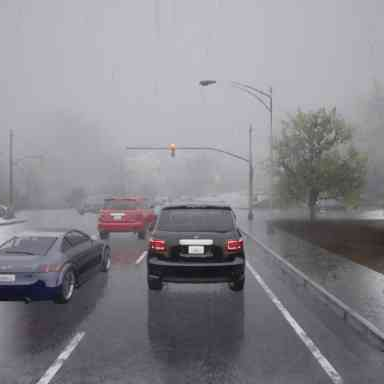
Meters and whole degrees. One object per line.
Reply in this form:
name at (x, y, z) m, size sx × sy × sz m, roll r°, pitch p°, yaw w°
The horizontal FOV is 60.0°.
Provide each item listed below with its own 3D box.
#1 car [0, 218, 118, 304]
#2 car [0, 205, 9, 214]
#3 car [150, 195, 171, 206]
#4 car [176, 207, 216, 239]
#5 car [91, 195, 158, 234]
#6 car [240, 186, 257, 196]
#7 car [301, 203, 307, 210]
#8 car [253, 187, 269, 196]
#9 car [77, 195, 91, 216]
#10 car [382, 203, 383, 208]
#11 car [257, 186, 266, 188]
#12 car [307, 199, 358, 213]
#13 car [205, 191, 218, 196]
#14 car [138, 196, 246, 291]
car at (-3.408, 1.574, 8.211) m, size 1.994 × 1.385 × 4.181 m, roll 0°, pitch 0°, yaw 2°
car at (-22.438, 1.741, 36.034) m, size 4.902 × 1.511 × 2.128 m, roll -1°, pitch 0°, yaw 2°
car at (-5.391, 1.467, 56.892) m, size 2.097 × 1.767 × 4.553 m, roll 0°, pitch 1°, yaw 16°
car at (0.244, 1.605, 18.443) m, size 1.994 × 1.385 × 4.181 m, roll 0°, pitch 0°, yaw 2°
car at (-3.287, 1.260, 17.613) m, size 2.150 × 2.045 × 5.566 m, roll 0°, pitch 0°, yaw 1°
car at (13.942, 0.093, 84.488) m, size 2.097 × 1.767 × 4.553 m, roll 0°, pitch 3°, yaw 33°
car at (16.072, 1.549, 41.056) m, size 4.902 × 1.511 × 2.128 m, roll -1°, pitch 0°, yaw 3°
car at (17.511, 0.264, 83.616) m, size 1.895 × 1.301 × 4.718 m, roll 0°, pitch 3°, yaw 33°
car at (-9.594, 1.312, 33.859) m, size 2.150 × 2.045 × 5.566 m, roll 0°, pitch 0°, yaw 6°
car at (25.866, 1.350, 40.497) m, size 4.892 × 1.490 × 1.837 m, roll -2°, pitch 0°, yaw 3°
car at (19.620, -0.763, 93.023) m, size 2.150 × 2.045 × 5.566 m, roll 0°, pitch 3°, yaw 37°
car at (15.967, 1.646, 37.556) m, size 4.718 × 1.301 × 1.895 m, roll -1°, pitch 0°, yaw 3°
car at (4.927, 0.623, 82.811) m, size 2.128 × 1.511 × 4.902 m, roll 0°, pitch 3°, yaw 28°
car at (0.100, 1.234, 9.215) m, size 2.150 × 2.045 × 5.566 m, roll 0°, pitch 0°, yaw 0°
